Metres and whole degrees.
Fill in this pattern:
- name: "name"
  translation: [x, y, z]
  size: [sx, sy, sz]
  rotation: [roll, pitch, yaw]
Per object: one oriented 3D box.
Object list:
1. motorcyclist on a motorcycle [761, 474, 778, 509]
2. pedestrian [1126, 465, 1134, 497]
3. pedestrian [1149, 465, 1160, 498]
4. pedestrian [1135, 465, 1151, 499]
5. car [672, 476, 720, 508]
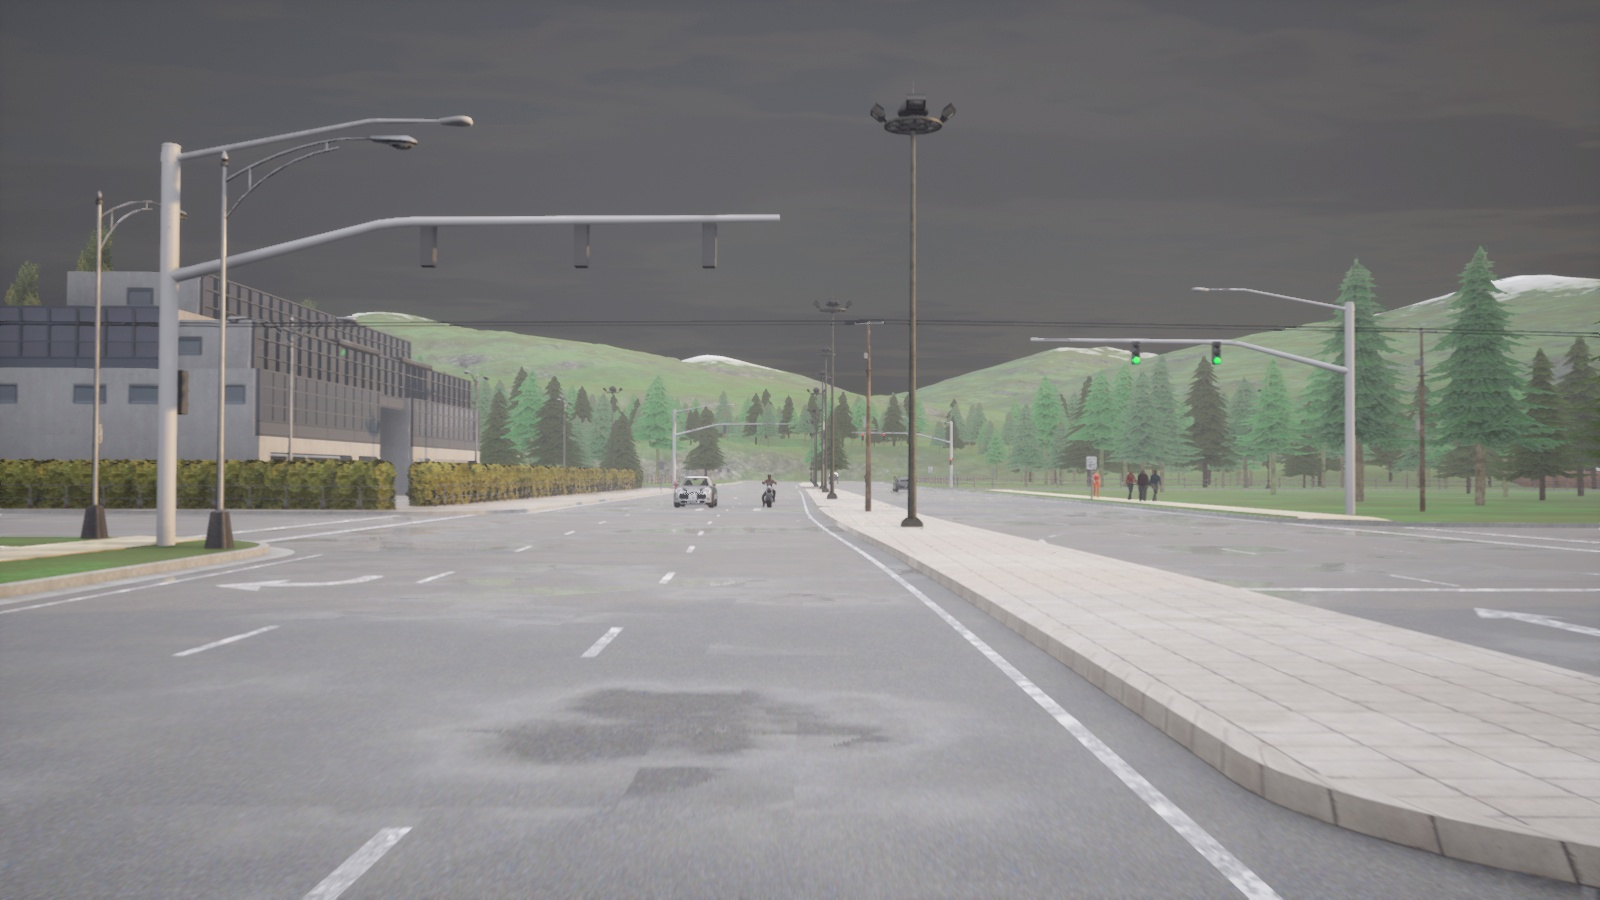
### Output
- name: "motorcyclist on a motorcycle"
  translation: [-1.458, 1.970, 60.713]
  size: [0.766, 1.649, 2.350]
  rotation: [0, -1, 0]
- name: "pedestrian"
  translation: [19.192, 1.818, 73.020]
  size: [0.331, 1.846, 0.636]
  rotation: [0, -1, 1]
- name: "pedestrian"
  translation: [19.471, 1.737, 68.971]
  size: [0.370, 1.835, 0.726]
  rotation: [0, -1, 0]
- name: "pedestrian"
  translation: [18.602, 1.725, 68.161]
  size: [0.634, 1.844, 0.899]
  rotation: [0, -1, 1]
- name: "car"
  translation: [-4.956, 1.991, 60.288]
  size: [1.970, 1.475, 3.806]
  rotation: [0, -1, 0]
